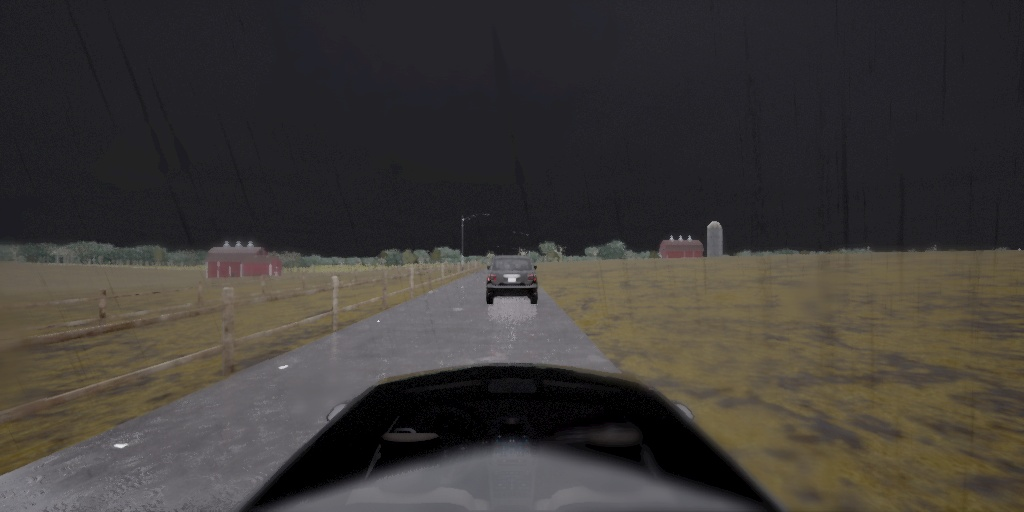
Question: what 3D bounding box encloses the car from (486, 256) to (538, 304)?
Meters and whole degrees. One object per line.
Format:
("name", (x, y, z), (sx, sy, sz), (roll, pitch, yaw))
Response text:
("car", (0.000, 1.014, 16.532), (2.150, 2.045, 5.566), (0, 0, 0))
